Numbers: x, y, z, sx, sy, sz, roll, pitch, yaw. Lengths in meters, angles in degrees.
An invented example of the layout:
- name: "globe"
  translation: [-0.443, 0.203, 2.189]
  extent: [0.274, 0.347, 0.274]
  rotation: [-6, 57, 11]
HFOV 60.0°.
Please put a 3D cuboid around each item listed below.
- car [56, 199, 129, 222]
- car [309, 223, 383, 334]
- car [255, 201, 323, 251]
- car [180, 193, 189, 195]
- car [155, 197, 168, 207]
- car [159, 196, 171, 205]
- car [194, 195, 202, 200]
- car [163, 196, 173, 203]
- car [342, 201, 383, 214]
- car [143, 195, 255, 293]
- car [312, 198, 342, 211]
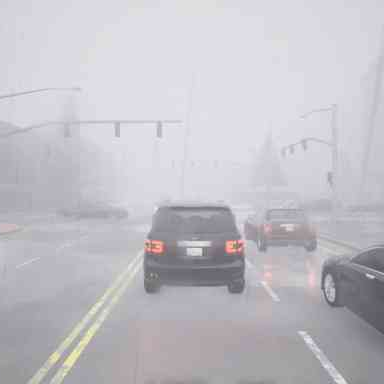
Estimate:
- name: "car"
  translation: [-7.407, 1.491, 25.684]
  extent: [4.902, 1.511, 2.128]
  rotation: [0, 0, -3]
- name: "car"
  translation: [3.608, 1.505, 5.065]
  extent: [1.837, 1.490, 4.892]
  rotation: [0, 0, 0]
- name: "car"
  translation: [3.537, 1.352, 14.147]
  extent: [2.097, 1.767, 4.553]
  rotation: [0, 0, 0]
- name: "car"
  translation: [-1.779, 1.496, 80.204]
  extent: [1.837, 1.490, 4.892]
  rotation: [0, 0, -1]
- name: "car"
  translation: [-4.694, 1.526, 51.927]
  extent: [1.812, 1.442, 4.674]
  rotation: [0, 0, -1]
- name: "car"
  translation: [-4.892, 1.477, 61.317]
  extent: [1.882, 1.535, 5.008]
  rotation: [0, 0, -1]
- name: "car"
  translation: [1.479, 1.552, 90.349]
  extent: [1.994, 1.385, 4.181]
  rotation: [0, 0, -1]
- name: "car"
  translation: [-5.065, 1.552, 71.198]
  extent: [1.994, 1.385, 4.181]
  rotation: [0, 0, -1]
- name: "car"
  translation: [18.492, 1.601, 34.152]
  extent: [4.718, 1.301, 1.895]
  rotation: [0, 0, -2]
- name: "car"
  translation: [0.055, 1.221, 8.969]
  extent: [2.150, 2.045, 5.566]
  rotation: [0, 0, 0]
- name: "car"
  translation: [14.443, 1.505, 37.545]
  extent: [4.892, 1.490, 1.837]
  rotation: [0, 0, -2]
